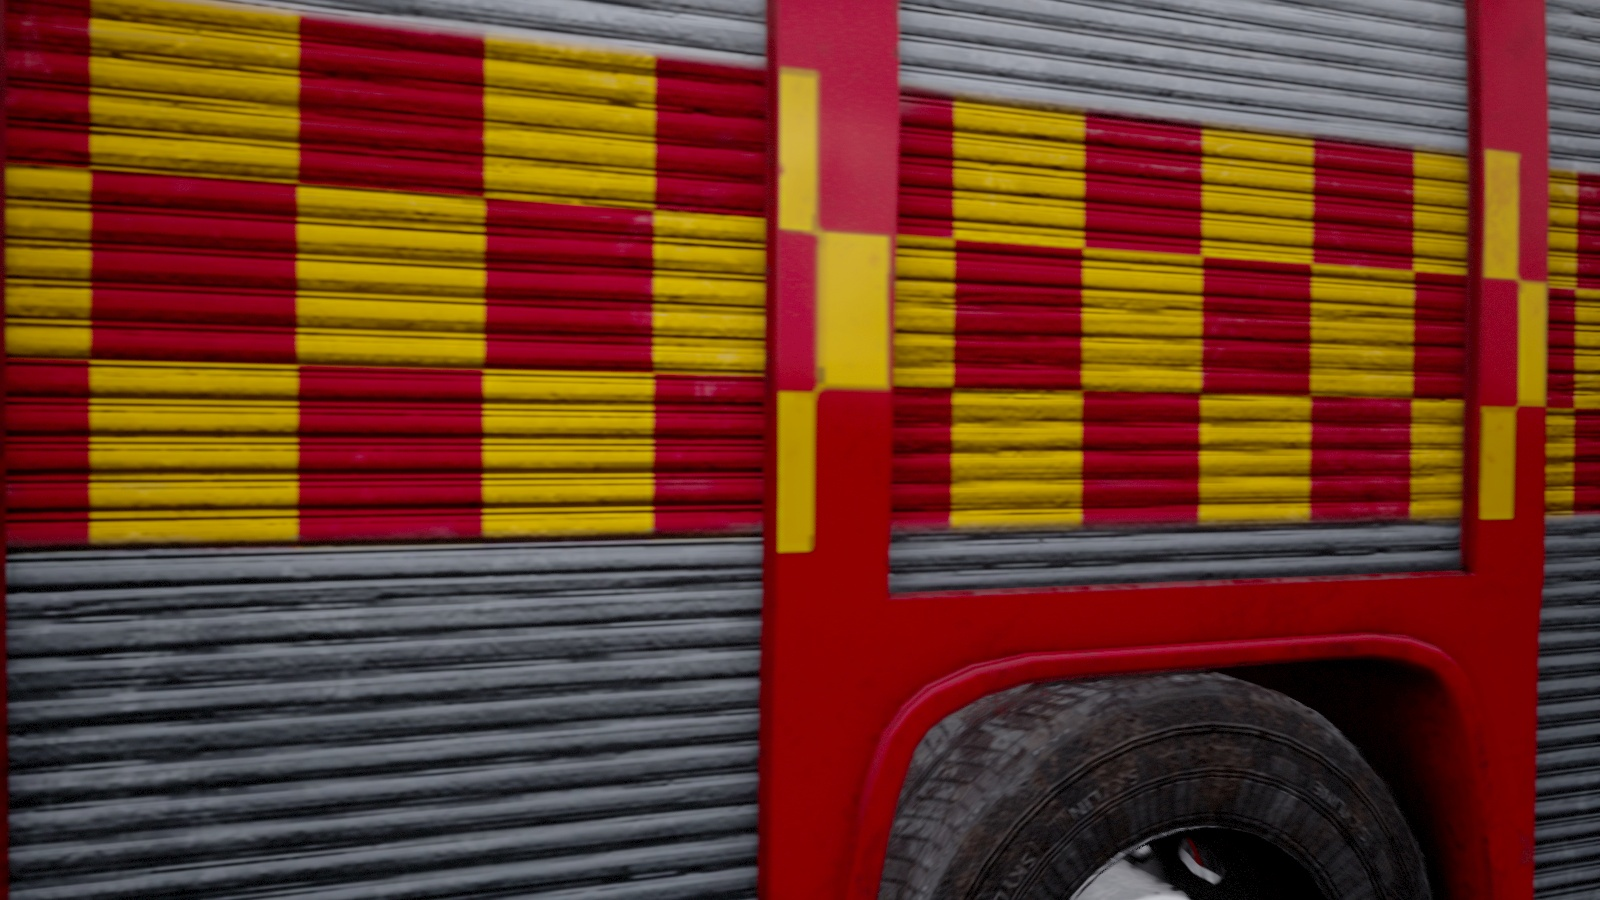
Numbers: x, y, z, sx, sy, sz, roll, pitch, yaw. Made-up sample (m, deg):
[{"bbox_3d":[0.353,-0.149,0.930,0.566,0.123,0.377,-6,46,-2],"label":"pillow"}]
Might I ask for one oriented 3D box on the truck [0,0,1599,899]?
[{"bbox_3d":[-2.352,-0.378,2.332,8.468,3.827,2.891,-1,1,-21],"label":"truck"}]
